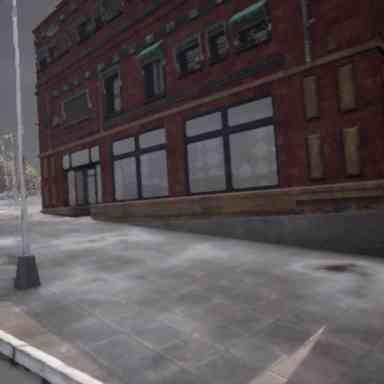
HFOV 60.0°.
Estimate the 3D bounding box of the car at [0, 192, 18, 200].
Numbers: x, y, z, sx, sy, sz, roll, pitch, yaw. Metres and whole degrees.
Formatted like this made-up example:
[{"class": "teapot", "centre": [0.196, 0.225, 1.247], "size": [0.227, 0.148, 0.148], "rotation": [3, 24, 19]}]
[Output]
[{"class": "car", "centre": [-34.650, 0.748, 62.233], "size": [2.128, 1.511, 4.902], "rotation": [-5, 2, 4]}]
